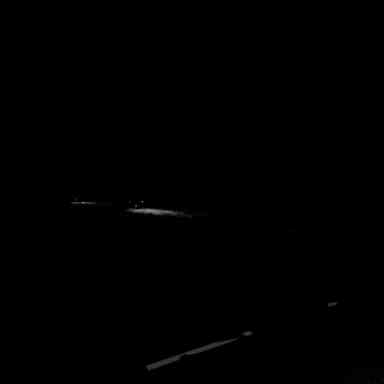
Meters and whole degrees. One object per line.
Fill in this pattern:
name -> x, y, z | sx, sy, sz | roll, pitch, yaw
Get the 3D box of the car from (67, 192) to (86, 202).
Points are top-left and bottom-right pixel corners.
car -> -17.653, 0.788, 50.685 | 1.837, 1.490, 4.892 | -1, 1, -36

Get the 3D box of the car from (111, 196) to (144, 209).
car -> -7.005, 1.071, 35.774 | 1.895, 1.301, 4.718 | -1, 2, -36
